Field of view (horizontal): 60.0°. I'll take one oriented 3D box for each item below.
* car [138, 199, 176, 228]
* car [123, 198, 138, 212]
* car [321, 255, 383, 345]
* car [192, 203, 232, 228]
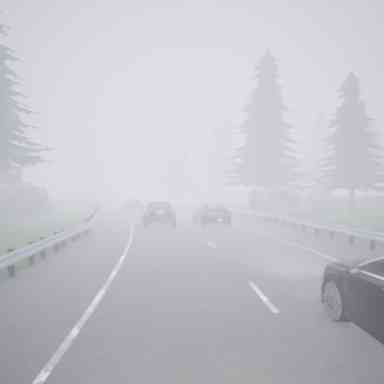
[{"bbox_3d":[-2.384,1.358,22.782,2.097,1.767,4.553,0,0,-11],"label":"car"},{"bbox_3d":[-7.080,1.513,39.881,2.128,1.511,4.902,0,0,-18],"label":"car"},{"bbox_3d":[3.371,1.478,4.285,2.128,1.511,4.902,0,0,-2],"label":"car"},{"bbox_3d":[1.257,1.484,22.431,2.128,1.511,4.902,0,0,-10],"label":"car"}]
